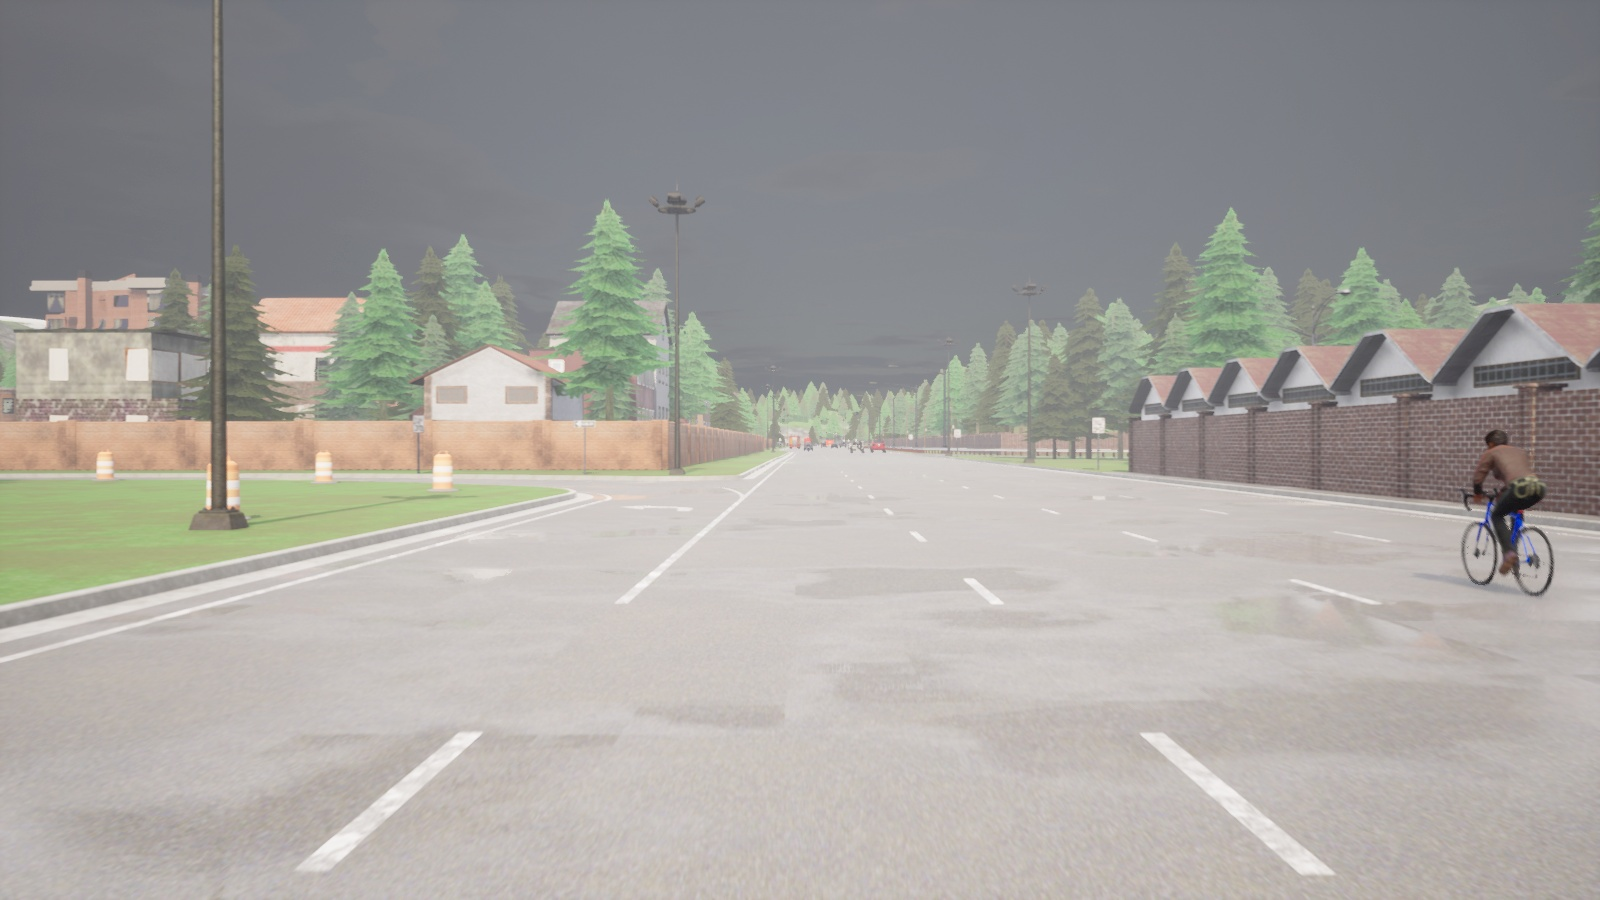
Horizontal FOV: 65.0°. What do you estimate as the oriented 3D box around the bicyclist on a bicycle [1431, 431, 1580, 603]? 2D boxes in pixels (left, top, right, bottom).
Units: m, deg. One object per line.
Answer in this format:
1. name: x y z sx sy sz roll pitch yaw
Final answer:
1. bicyclist on a bicycle: 7.087 0.633 12.695 0.582 1.620 1.656 0 0 0
